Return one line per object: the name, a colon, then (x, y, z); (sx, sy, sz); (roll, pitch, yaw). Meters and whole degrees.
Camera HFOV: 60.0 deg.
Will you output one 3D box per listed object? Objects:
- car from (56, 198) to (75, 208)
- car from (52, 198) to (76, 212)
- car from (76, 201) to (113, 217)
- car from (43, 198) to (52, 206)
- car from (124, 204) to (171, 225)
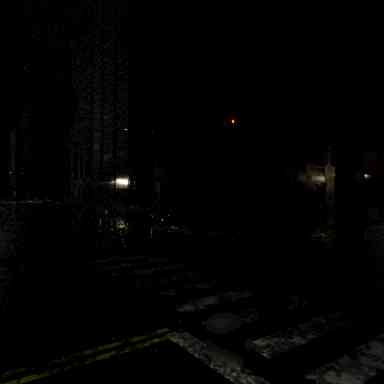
car: (-20.708, 1.790, 54.249); (1.812, 1.442, 4.674); (1, -1, -35)
car: (-15.490, 1.724, 41.394); (2.033, 1.411, 5.357); (1, -1, -34)
car: (-9.339, 1.619, 32.705); (2.128, 1.511, 4.902); (1, -1, -36)
car: (-26.507, 1.802, 62.419); (2.128, 1.511, 4.902); (1, -1, -36)
car: (-3.390, 1.607, 24.340); (1.812, 1.442, 4.674); (1, -1, -37)
